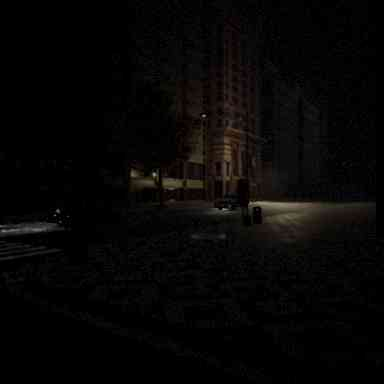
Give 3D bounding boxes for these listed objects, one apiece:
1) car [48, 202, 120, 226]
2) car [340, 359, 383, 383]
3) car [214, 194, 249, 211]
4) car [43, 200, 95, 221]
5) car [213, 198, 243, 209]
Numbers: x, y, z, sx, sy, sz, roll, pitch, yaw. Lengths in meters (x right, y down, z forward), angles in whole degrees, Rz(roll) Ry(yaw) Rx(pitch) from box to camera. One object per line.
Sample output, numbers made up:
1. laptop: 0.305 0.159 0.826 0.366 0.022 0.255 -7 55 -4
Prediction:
1. car: -7.645 1.693 24.308 1.895 1.301 4.718 0 0 35
2. car: 2.492 1.429 1.192 4.097 1.590 1.967 0 0 35
3. car: 5.292 1.264 42.706 2.150 2.045 5.566 0 0 35
4. car: -9.668 1.449 27.083 2.097 1.767 4.553 0 0 35
5. car: 5.320 1.589 48.350 2.033 1.411 5.357 0 0 36
